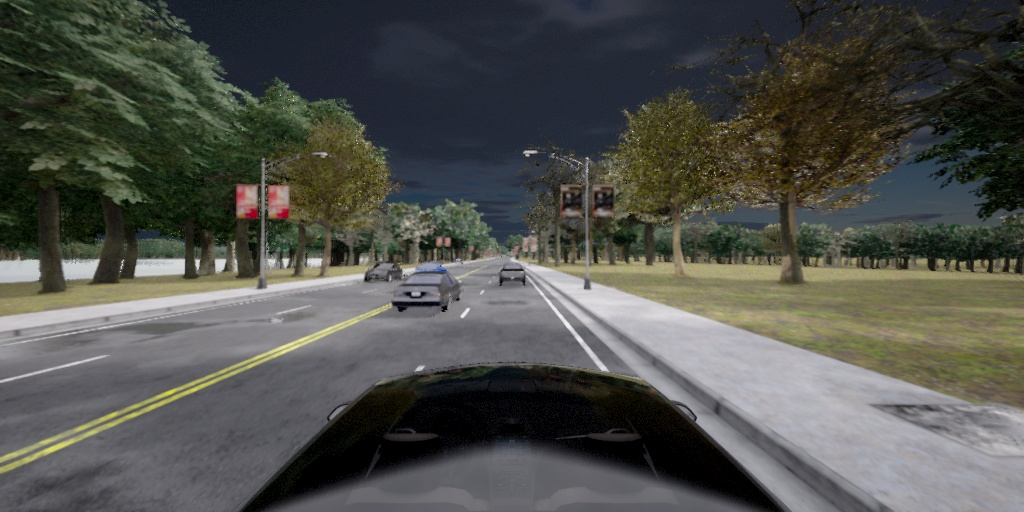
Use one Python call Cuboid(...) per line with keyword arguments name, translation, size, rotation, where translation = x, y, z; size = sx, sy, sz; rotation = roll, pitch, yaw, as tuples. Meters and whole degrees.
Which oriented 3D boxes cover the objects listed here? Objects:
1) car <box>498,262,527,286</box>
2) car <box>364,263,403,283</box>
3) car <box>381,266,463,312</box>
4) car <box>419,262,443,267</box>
Cuboid(name="car", translation=(0.036, 1.265, 25.978), size=(2.128, 1.511, 4.902), rotation=(0, 0, 0))
Cuboid(name="car", translation=(-9.921, 1.284, 28.095), size=(1.837, 1.490, 4.892), rotation=(0, 0, 0))
Cuboid(name="car", translation=(-3.170, 1.306, 14.334), size=(2.033, 1.411, 5.357), rotation=(0, 0, 0))
Cuboid(name="car", translation=(-6.678, 1.257, 29.314), size=(1.882, 1.535, 5.008), rotation=(0, 0, 0))
